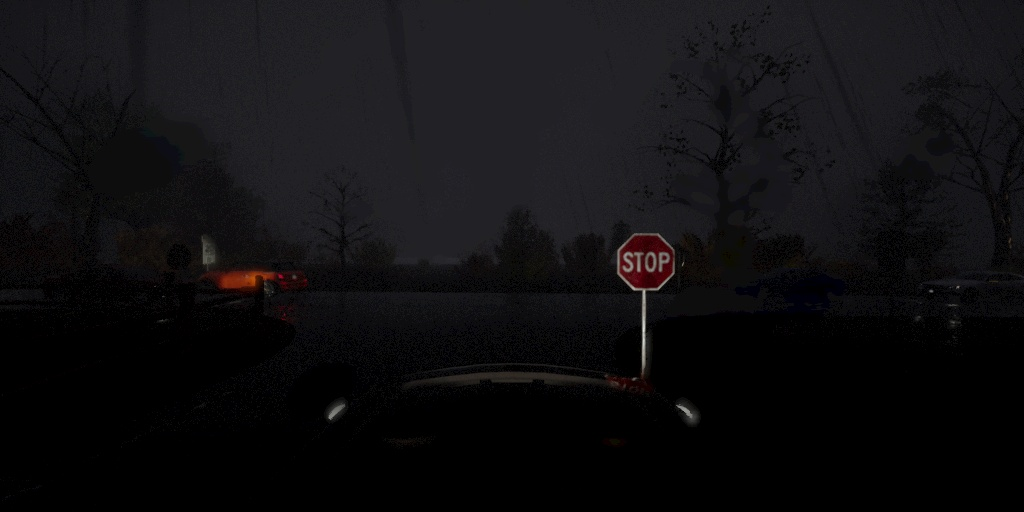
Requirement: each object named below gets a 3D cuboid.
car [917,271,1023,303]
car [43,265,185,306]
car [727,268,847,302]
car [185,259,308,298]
[{"bbox_3d":[22.548,1.433,17.283,4.674,1.442,1.812,0,0,0],"label":"car"},{"bbox_3d":[-15.668,1.130,14.518,5.008,1.535,1.882,0,0,0],"label":"car"},{"bbox_3d":[13.158,1.318,17.326,5.008,1.535,1.882,0,0,0],"label":"car"},{"bbox_3d":[-12.519,1.006,17.310,4.553,1.767,2.097,0,1,5],"label":"car"}]
